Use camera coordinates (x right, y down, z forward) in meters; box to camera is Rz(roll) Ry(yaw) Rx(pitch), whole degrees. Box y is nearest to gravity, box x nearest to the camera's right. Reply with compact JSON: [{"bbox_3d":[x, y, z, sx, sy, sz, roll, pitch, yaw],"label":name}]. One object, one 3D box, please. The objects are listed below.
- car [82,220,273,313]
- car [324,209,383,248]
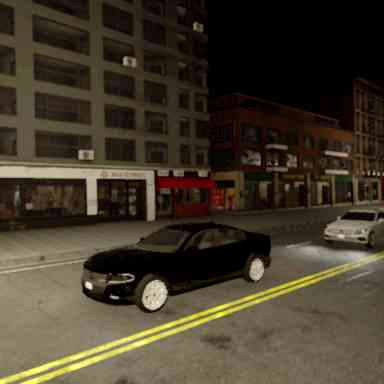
[{"bbox_3d":[-0.094,1.504,8.008,5.008,1.535,1.882,0,0,-41],"label":"car"},{"bbox_3d":[7.693,1.490,14.803,4.674,1.442,1.812,0,0,-41],"label":"car"}]
